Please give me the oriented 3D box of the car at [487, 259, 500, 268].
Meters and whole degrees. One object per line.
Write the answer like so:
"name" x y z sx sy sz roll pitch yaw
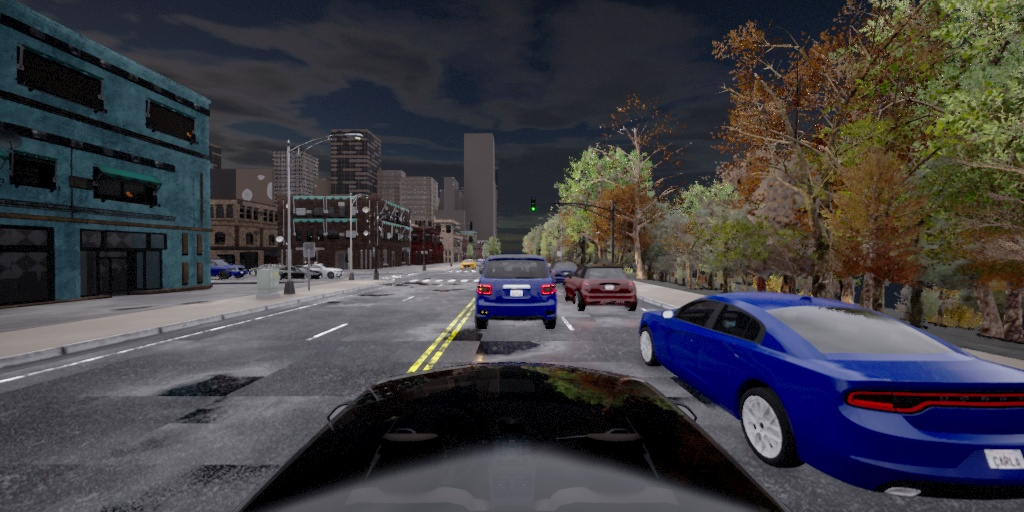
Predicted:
"car" -3.244 1.309 64.402 2.033 1.411 5.357 0 0 0

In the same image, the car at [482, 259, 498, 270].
"car" -3.268 1.253 54.533 2.128 1.511 4.902 0 0 1

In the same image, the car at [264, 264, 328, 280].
"car" -19.912 1.576 33.234 4.313 1.339 1.948 0 0 0

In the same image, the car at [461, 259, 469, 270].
"car" -6.529 1.239 54.268 1.882 1.535 5.008 0 0 0

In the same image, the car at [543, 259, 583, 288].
"car" 3.376 1.108 24.477 2.097 1.767 4.553 0 0 0

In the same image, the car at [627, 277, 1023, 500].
"car" 3.352 1.229 4.905 1.882 1.535 5.008 0 0 0

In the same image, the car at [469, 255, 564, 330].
"car" 0.107 0.975 11.302 2.150 2.045 5.566 0 0 0

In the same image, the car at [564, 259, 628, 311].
"car" 3.363 1.105 14.479 2.097 1.767 4.553 0 0 0

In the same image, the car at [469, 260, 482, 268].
"car" -6.477 1.362 63.566 1.895 1.301 4.718 0 0 -1

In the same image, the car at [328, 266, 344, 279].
"car" -19.331 1.503 35.945 4.674 1.442 1.812 -1 1 -1

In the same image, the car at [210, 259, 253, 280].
"car" -29.839 1.319 35.961 5.566 2.045 2.150 -1 1 0

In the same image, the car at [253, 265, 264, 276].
"car" -28.236 1.575 41.755 4.403 1.370 2.007 0 0 0
